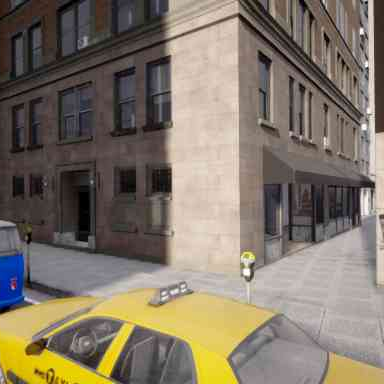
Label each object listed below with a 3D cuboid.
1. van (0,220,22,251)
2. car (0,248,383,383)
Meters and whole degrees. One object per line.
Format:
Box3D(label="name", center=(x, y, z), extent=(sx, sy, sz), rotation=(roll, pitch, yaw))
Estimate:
Box3D(label="van", center=(-4.877, 1.342, 6.351), extent=(3.998, 1.788, 1.690), rotation=(0, -1, 36))
Box3D(label="car", center=(-0.402, 1.526, 3.147), extent=(4.829, 1.417, 1.752), rotation=(0, -1, 36))
